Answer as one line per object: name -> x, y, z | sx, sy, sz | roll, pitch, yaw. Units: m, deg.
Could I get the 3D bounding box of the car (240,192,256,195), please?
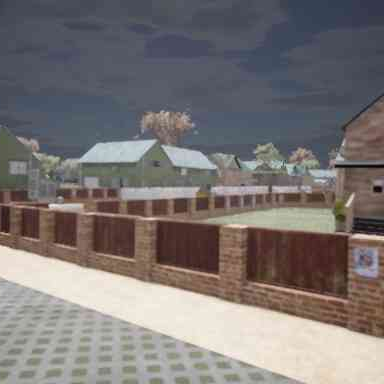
car -> 7.680, 0.623, 43.943 | 1.895, 1.301, 4.718 | 3, 3, 36

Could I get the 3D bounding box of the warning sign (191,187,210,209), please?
warning sign -> 0.803, 0.518, 30.040 | 1.300, 1.860, 1.060 | 2, 1, 35

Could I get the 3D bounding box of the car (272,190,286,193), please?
car -> 14.119, 0.347, 53.031 | 1.812, 1.442, 4.674 | 3, 3, 35
